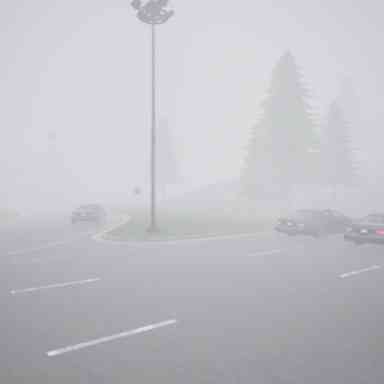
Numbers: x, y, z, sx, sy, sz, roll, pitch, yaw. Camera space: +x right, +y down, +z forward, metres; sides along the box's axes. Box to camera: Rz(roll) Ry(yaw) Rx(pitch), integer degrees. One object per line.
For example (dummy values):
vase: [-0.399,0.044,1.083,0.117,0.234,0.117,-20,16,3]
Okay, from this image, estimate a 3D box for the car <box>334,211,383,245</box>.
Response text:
car: [8.634,1.545,14.213,5.357,1.411,2.033,0,0,-36]

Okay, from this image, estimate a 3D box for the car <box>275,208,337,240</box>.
car: [6.596,1.545,17.058,5.357,1.411,2.033,0,0,-36]

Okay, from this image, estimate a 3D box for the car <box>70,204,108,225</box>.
car: [-7.424,1.546,24.329,2.033,1.411,5.357,0,0,-7]
